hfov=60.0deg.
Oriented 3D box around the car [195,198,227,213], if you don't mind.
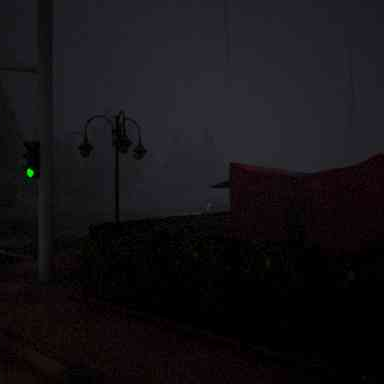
[{"bbox_3d":[2.269,1.475,38.981,2.097,1.767,4.553,0,0,36],"label":"car"}]
